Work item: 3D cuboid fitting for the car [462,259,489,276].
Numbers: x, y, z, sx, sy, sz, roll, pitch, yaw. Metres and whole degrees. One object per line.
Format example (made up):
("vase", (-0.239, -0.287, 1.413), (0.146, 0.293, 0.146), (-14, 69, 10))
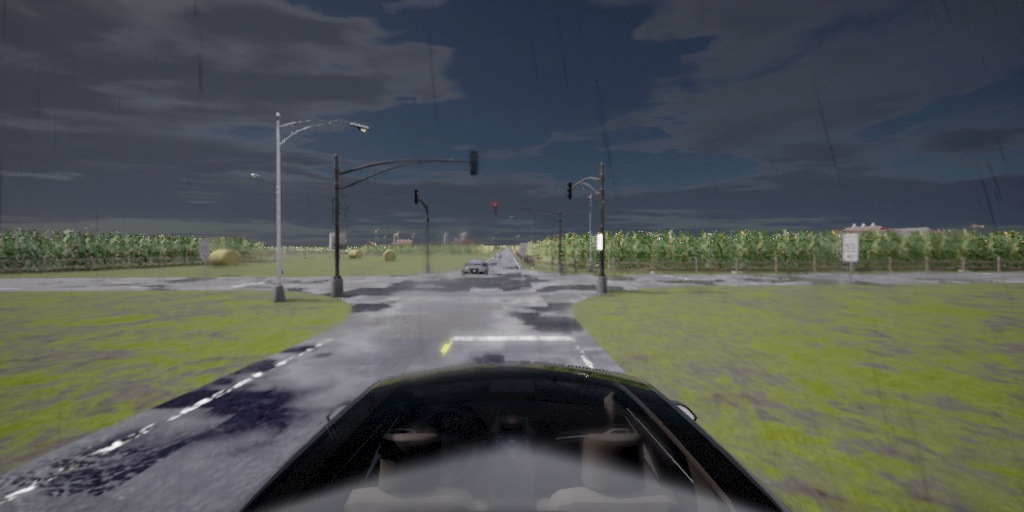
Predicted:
("car", (-2.932, 0.918, 29.487), (1.994, 1.385, 4.181), (0, 1, -1))
